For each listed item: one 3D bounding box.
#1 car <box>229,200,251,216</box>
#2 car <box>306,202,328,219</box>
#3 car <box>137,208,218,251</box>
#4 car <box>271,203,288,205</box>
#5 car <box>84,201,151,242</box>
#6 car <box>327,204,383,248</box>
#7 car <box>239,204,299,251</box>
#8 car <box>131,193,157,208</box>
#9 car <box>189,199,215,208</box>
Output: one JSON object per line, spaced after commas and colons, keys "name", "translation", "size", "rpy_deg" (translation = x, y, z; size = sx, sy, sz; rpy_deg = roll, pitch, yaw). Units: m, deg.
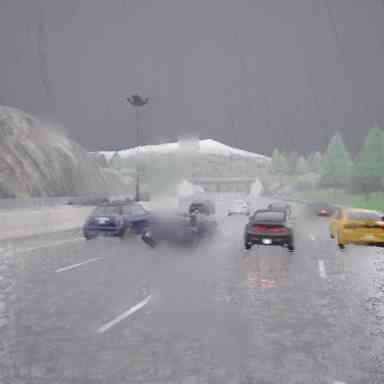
{"name": "car", "translation": [4.582, 1.489, 31.479], "size": [1.812, 1.442, 4.674], "rpy_deg": [0, 0, 13]}
{"name": "car", "translation": [11.235, 1.560, 29.200], "size": [1.994, 1.385, 4.181], "rpy_deg": [0, 0, 13]}
{"name": "car", "translation": [-0.260, 1.574, 14.086], "size": [1.895, 1.301, 4.718], "rpy_deg": [0, 0, 18]}
{"name": "car", "translation": [7.401, 1.582, 28.200], "size": [1.895, 1.301, 4.718], "rpy_deg": [0, 0, 14]}
{"name": "car", "translation": [-3.217, 1.307, 16.347], "size": [2.097, 1.767, 4.553], "rpy_deg": [0, 0, 18]}
{"name": "car", "translation": [7.190, 1.482, 14.429], "size": [1.882, 1.535, 5.008], "rpy_deg": [0, 0, 18]}
{"name": "car", "translation": [3.416, 1.494, 14.085], "size": [1.837, 1.490, 4.892], "rpy_deg": [0, 0, 18]}
{"name": "car", "translation": [-6.719, 1.109, 47.166], "size": [2.150, 2.045, 5.566], "rpy_deg": [0, 0, 9]}
{"name": "car", "translation": [1.014, 1.455, 31.579], "size": [1.837, 1.490, 4.892], "rpy_deg": [0, 1, 14]}
